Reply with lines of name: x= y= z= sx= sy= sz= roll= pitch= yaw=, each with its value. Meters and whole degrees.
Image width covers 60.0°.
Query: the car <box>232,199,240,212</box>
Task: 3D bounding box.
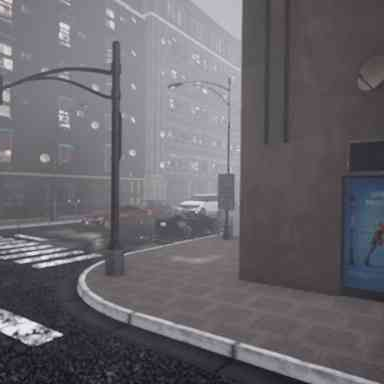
car: x=2.965 y=1.222 z=36.052 sx=2.192 sy=1.841 sz=5.009 roll=1 pitch=1 yaw=35

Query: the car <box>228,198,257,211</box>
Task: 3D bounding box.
car: x=6.166 y=1.482 z=40.632 sx=1.802 sy=1.307 sz=4.206 roll=1 pitch=1 yaw=35

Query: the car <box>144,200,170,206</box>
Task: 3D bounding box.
car: x=-3.445 y=1.361 z=26.898 sx=1.967 sy=1.590 sz=4.097 roll=1 pitch=1 yaw=35

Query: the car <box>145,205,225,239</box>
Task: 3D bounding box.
car: x=-0.196 y=1.598 z=17.803 sx=1.947 sy=1.339 sz=4.313 roll=1 pitch=1 yaw=35

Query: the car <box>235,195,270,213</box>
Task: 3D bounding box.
car: x=6.884 y=1.288 z=37.337 sx=2.097 sy=1.767 sz=4.553 roll=1 pitch=1 yaw=35

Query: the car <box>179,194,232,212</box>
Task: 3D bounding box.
car: x=1.019 y=1.170 z=28.976 sx=2.150 sy=2.045 sz=5.566 roll=1 pitch=1 yaw=35

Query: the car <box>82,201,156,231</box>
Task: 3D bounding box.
car: x=-4.647 y=1.486 z=20.886 sx=1.812 sy=1.442 sz=4.674 roll=1 pitch=1 yaw=35
